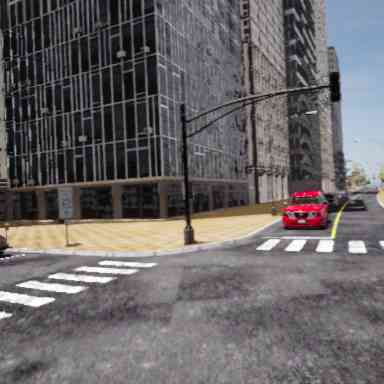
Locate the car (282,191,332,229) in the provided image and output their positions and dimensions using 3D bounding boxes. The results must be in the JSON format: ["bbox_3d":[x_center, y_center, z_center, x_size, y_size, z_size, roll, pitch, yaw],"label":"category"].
[{"bbox_3d":[6.751,1.058,19.600,2.150,2.045,5.566,-3,1,25],"label":"car"}]

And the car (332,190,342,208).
[{"bbox_3d":[14.854,0.938,36.264,1.837,1.490,4.892,-3,2,27],"label":"car"}]

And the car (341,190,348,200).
[{"bbox_3d":[23.946,0.467,53.364,2.128,1.511,4.902,-3,0,29],"label":"car"}]

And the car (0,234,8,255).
[{"bbox_3d":[-10.619,2.427,15.841,4.403,1.369,2.008,-4,0,30],"label":"car"}]
